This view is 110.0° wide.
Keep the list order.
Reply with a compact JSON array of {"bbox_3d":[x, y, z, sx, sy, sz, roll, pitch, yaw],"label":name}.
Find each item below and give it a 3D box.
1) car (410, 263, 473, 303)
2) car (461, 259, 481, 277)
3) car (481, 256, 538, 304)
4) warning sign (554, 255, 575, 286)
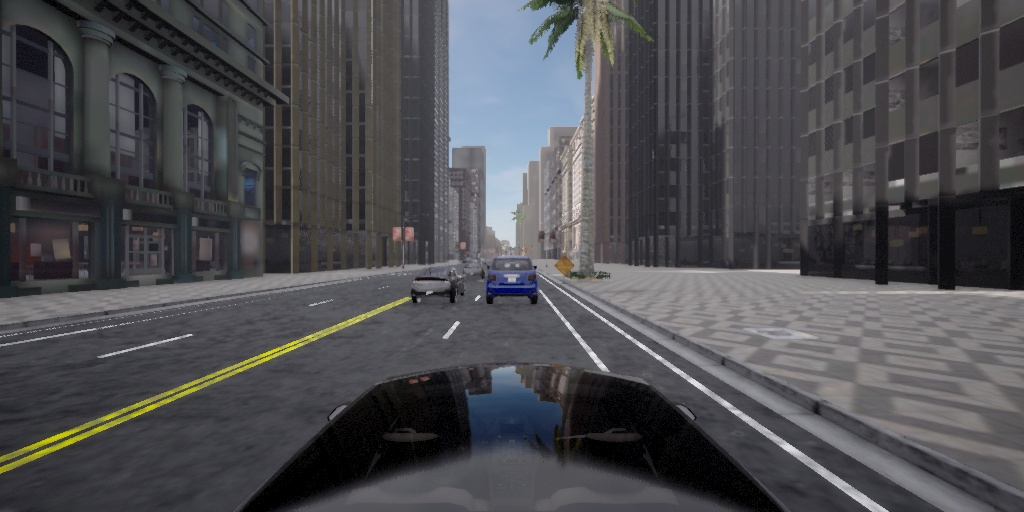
[{"bbox_3d":[-3.250,1.245,16.501,2.128,1.511,4.902,0,0,0],"label":"car"},{"bbox_3d":[-3.250,1.245,31.500,2.128,1.511,4.902,0,0,0],"label":"car"},{"bbox_3d":[0.000,1.008,16.530,2.150,2.045,5.566,0,0,0],"label":"car"},{"bbox_3d":[3.225,0.864,22.112,1.300,1.860,1.060,0,0,0],"label":"warning sign"}]
